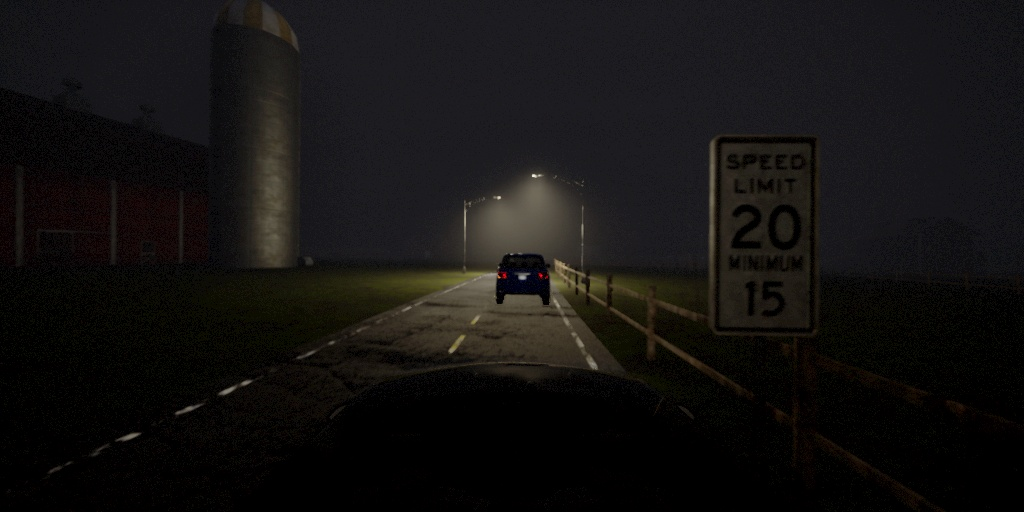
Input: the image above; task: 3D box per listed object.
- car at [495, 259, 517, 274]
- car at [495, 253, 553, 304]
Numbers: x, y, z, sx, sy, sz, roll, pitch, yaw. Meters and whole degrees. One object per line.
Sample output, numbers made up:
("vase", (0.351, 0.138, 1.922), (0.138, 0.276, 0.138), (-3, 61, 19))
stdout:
("car", (-0.612, 1.072, 38.526), (1.837, 1.490, 4.892), (1, 0, 5))
("car", (0.542, 0.908, 16.091), (2.150, 2.045, 5.566), (1, 0, 3))
